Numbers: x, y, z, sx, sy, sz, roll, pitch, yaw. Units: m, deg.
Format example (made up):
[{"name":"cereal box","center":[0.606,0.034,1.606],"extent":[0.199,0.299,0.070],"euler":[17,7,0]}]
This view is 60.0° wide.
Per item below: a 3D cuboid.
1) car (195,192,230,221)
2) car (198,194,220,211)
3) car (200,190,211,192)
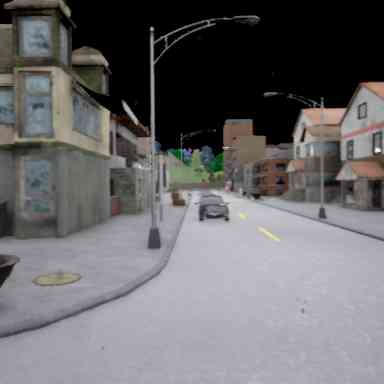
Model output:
[{"name":"car","center":[1.323,1.018,21.881],"extent":[1.837,1.490,4.892],"euler":[0,1,0]},{"name":"car","center":[1.483,0.914,31.184],"extent":[1.895,1.301,4.718],"euler":[0,1,1]},{"name":"car","center":[1.674,0.595,41.546],"extent":[1.837,1.490,4.892],"euler":[0,1,1]}]
